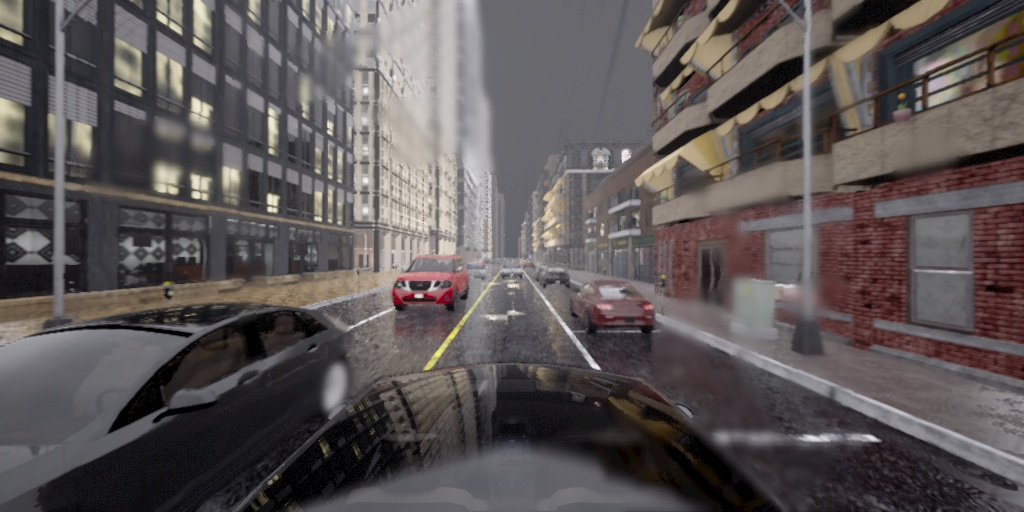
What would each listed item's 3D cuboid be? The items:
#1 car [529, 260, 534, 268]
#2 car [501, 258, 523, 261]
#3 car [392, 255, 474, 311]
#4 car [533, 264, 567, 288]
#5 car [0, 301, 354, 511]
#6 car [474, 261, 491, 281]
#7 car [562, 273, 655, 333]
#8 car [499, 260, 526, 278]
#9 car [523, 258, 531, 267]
[{"bbox_3d":[2.691,1.292,28.979,2.007,1.370,4.403,0,0,0],"label":"car"},{"bbox_3d":[0.037,1.229,46.390,2.128,1.511,4.902,0,0,1],"label":"car"},{"bbox_3d":[-3.089,0.963,14.788,2.150,2.045,5.566,0,0,1],"label":"car"},{"bbox_3d":[2.690,1.294,23.331,2.007,1.370,4.403,0,0,0],"label":"car"},{"bbox_3d":[-3.099,1.255,3.096,1.837,1.490,4.892,0,0,0],"label":"car"},{"bbox_3d":[-3.064,1.340,29.934,1.895,1.301,4.718,0,0,0],"label":"car"},{"bbox_3d":[2.740,1.331,10.413,1.802,1.307,4.207,0,0,0],"label":"car"},{"bbox_3d":[0.003,1.340,33.097,1.895,1.301,4.718,0,0,0],"label":"car"},{"bbox_3d":[2.690,1.320,57.222,1.802,1.307,4.207,0,0,0],"label":"car"}]
